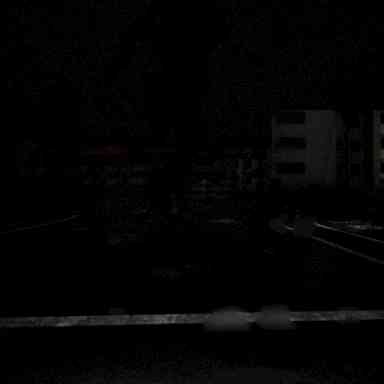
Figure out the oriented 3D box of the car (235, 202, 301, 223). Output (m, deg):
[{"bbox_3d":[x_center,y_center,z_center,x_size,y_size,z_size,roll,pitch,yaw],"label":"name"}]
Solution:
[{"bbox_3d":[5.766,1.512,25.500,4.892,1.490,1.837,0,1,13],"label":"car"}]
